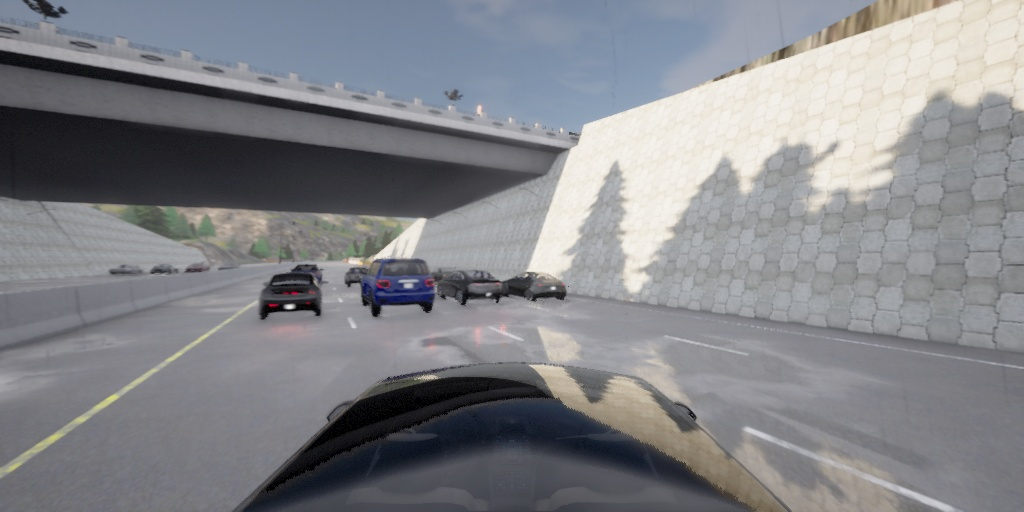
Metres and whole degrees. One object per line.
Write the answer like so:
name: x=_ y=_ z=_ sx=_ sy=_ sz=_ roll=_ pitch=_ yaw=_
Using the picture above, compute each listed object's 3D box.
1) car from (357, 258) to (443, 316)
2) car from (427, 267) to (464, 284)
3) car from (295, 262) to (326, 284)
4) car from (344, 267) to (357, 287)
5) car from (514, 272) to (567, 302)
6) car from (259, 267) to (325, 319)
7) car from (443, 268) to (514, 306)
car: x=-4.752 y=1.108 z=14.505 sx=2.150 sy=2.045 sz=5.566 roll=0 pitch=0 yaw=-28
car: x=-5.986 y=1.667 z=31.619 sx=1.895 sy=1.301 sz=4.718 roll=0 pitch=-1 yaw=-28
car: x=-15.320 y=1.354 z=26.818 sx=2.097 sy=1.767 sz=4.553 roll=0 pitch=-1 yaw=-28
car: x=-11.812 y=1.564 z=27.659 sx=2.033 sy=1.411 sz=5.357 roll=0 pitch=-1 yaw=-28
car: x=0.995 y=1.498 z=18.618 sx=1.994 sy=1.385 sz=4.181 roll=0 pitch=-1 yaw=-28
car: x=-8.268 y=1.376 z=13.671 sx=1.837 sy=1.490 sz=4.892 roll=0 pitch=0 yaw=-28
car: x=-2.098 y=1.405 z=16.977 sx=2.128 sy=1.511 sz=4.902 roll=0 pitch=-1 yaw=-28
